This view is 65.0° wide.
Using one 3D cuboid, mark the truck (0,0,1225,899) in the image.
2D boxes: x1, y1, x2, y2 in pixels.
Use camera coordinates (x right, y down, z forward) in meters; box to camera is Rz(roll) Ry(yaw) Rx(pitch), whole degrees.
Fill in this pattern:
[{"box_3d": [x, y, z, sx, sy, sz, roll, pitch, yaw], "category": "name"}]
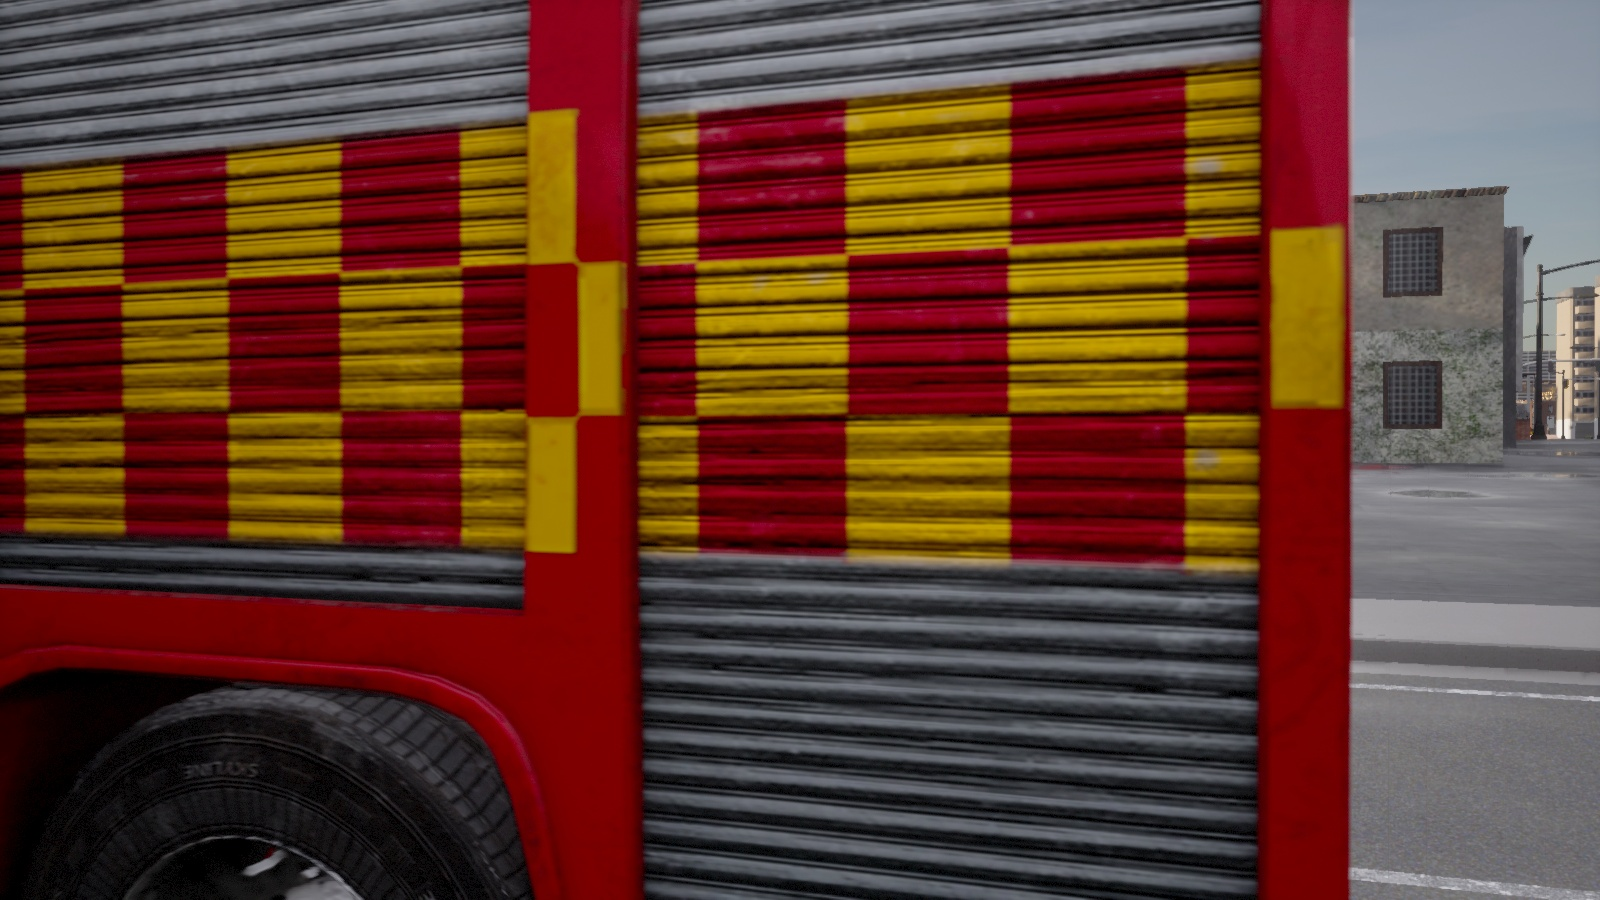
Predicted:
[{"box_3d": [-3.055, -0.417, 4.204, 8.468, 3.827, 2.891, 1, 1, 19], "category": "truck"}]
